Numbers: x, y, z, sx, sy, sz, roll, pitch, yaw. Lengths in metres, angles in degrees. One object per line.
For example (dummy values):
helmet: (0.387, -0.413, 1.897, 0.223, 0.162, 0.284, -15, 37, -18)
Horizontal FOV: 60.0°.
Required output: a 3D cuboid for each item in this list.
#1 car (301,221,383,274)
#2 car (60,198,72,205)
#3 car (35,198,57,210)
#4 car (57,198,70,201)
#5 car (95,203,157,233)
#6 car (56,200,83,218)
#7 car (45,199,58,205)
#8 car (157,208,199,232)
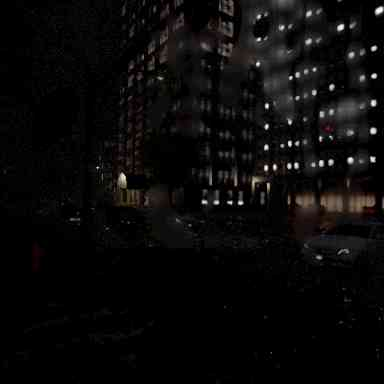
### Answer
car: (5.729, 1.730, 11.350, 4.674, 1.442, 1.812, 1, -1, -35)
car: (-31.738, 2.412, 83.432, 1.837, 1.490, 4.892, 2, -1, -32)
car: (-22.482, 1.922, 50.354, 2.128, 1.511, 4.902, 2, -1, -32)
car: (-19.752, 1.870, 52.125, 2.097, 1.767, 4.553, 2, -1, -32)
car: (-4.381, 1.664, 21.331, 1.882, 1.535, 5.008, 2, -1, -32)
car: (-11.867, 1.846, 33.258, 1.994, 1.385, 4.181, 2, -1, -32)
car: (-34.491, 2.356, 81.704, 2.033, 1.411, 5.357, 2, -1, -32)
car: (-1.351, 1.804, 22.612, 1.812, 1.442, 4.674, 2, -1, -32)
